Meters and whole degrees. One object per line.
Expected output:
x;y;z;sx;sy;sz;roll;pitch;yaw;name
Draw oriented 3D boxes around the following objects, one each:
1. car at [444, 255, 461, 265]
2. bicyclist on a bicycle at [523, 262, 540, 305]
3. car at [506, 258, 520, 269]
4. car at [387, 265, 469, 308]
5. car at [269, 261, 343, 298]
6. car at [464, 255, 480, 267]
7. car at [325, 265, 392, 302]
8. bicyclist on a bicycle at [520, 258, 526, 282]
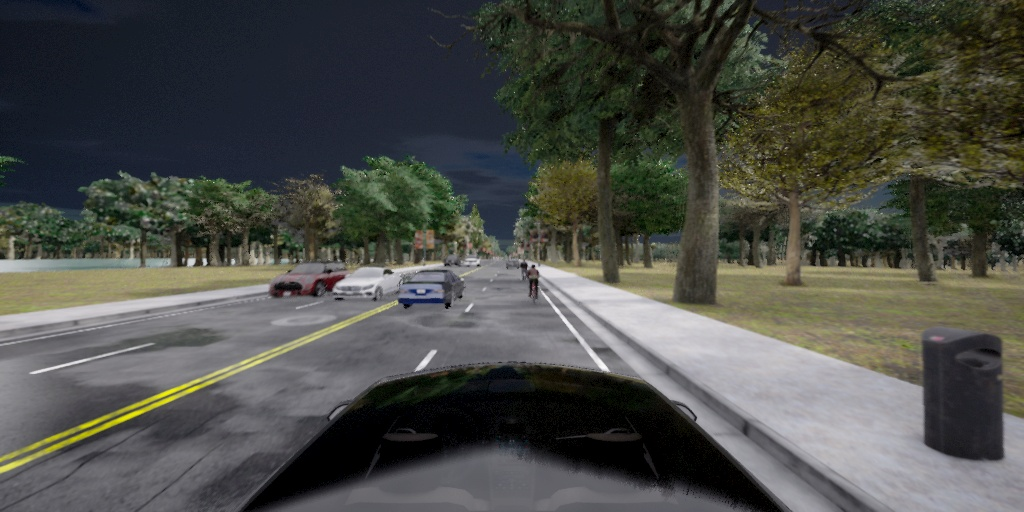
-9.774;0.819;59.325;2.150;2.045;5.566;0;0;1;car
0.894;1.169;14.758;0.582;1.620;1.656;0;0;0;bicyclist on a bicycle
0.108;1.100;53.643;2.128;1.511;4.902;0;0;0;car
-3.148;1.263;14.904;2.033;1.411;5.357;0;0;0;car
-9.844;1.060;17.937;2.097;1.767;4.553;0;0;0;car
-6.529;0.817;59.410;2.150;2.045;5.566;0;0;1;car
-6.594;1.236;16.902;1.812;1.442;4.674;0;0;0;car
0.897;1.053;26.555;0.659;1.776;1.843;0;0;0;bicyclist on a bicycle
